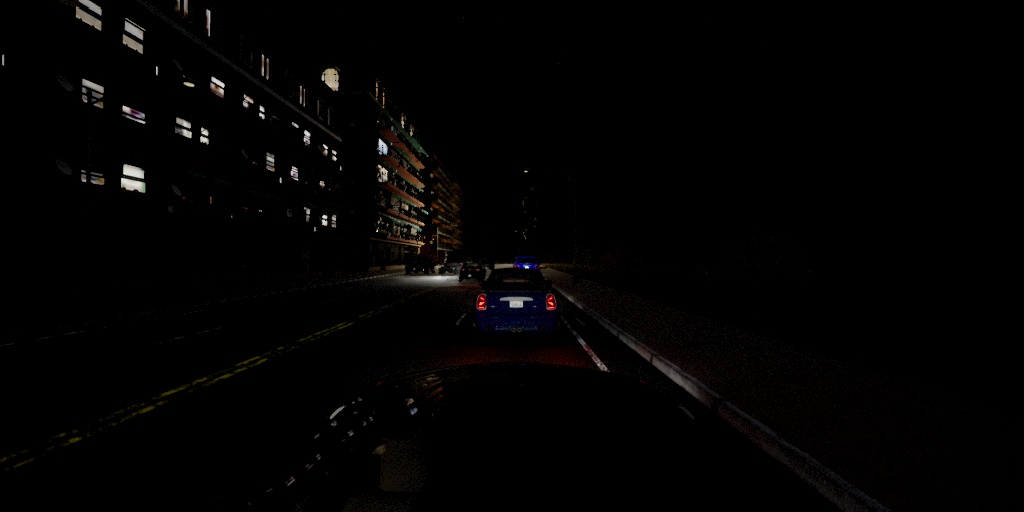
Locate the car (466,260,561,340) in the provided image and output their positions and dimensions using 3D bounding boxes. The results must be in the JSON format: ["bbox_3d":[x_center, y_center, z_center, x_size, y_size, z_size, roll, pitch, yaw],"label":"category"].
[{"bbox_3d":[0.103,1.103,10.177,2.097,1.767,4.553,0,0,0],"label":"car"}]

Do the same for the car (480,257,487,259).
[{"bbox_3d":[-3.128,1.258,45.242,1.837,1.490,4.892,0,0,0],"label":"car"}]

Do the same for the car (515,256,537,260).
[{"bbox_3d":[1.151,0.979,30.130,2.150,2.045,5.566,0,0,0],"label":"car"}]

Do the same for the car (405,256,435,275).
[{"bbox_3d":[-9.833,0.975,38.849,2.150,2.045,5.566,0,0,0],"label":"car"}]

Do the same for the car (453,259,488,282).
[{"bbox_3d":[-3.137,1.245,29.158,2.128,1.511,4.902,0,0,0],"label":"car"}]

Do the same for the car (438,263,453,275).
[{"bbox_3d":[-6.583,1.354,38.421,1.895,1.301,4.718,0,0,0],"label":"car"}]
